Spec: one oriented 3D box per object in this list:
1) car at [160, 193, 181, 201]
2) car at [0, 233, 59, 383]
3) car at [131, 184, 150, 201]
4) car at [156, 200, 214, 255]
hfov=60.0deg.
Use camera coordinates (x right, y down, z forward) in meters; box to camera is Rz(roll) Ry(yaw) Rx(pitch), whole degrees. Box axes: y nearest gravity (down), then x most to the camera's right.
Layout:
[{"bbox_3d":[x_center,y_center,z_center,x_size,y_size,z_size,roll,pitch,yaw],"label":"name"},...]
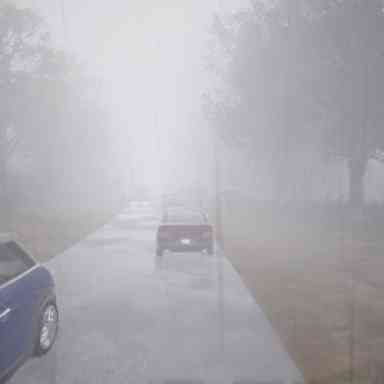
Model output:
[{"bbox_3d":[-2.016,0.763,31.946,2.033,1.411,5.357,1,2,-7],"label":"car"},{"bbox_3d":[-2.925,1.315,2.868,2.097,1.767,4.553,0,1,-1],"label":"car"},{"bbox_3d":[-6.715,0.051,43.267,2.150,2.045,5.566,1,1,-10],"label":"car"},{"bbox_3d":[-0.309,1.300,12.585,1.882,1.535,5.008,0,1,-3],"label":"car"}]
